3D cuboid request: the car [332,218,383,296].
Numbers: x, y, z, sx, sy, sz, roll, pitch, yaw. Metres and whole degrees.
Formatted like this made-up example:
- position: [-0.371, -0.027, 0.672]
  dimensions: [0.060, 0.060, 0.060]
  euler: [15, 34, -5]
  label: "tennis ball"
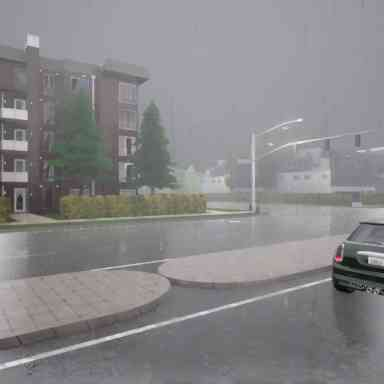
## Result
- position: [5.272, 1.352, 7.629]
  dimensions: [4.553, 1.767, 2.097]
  euler: [0, 0, -35]
  label: "car"
